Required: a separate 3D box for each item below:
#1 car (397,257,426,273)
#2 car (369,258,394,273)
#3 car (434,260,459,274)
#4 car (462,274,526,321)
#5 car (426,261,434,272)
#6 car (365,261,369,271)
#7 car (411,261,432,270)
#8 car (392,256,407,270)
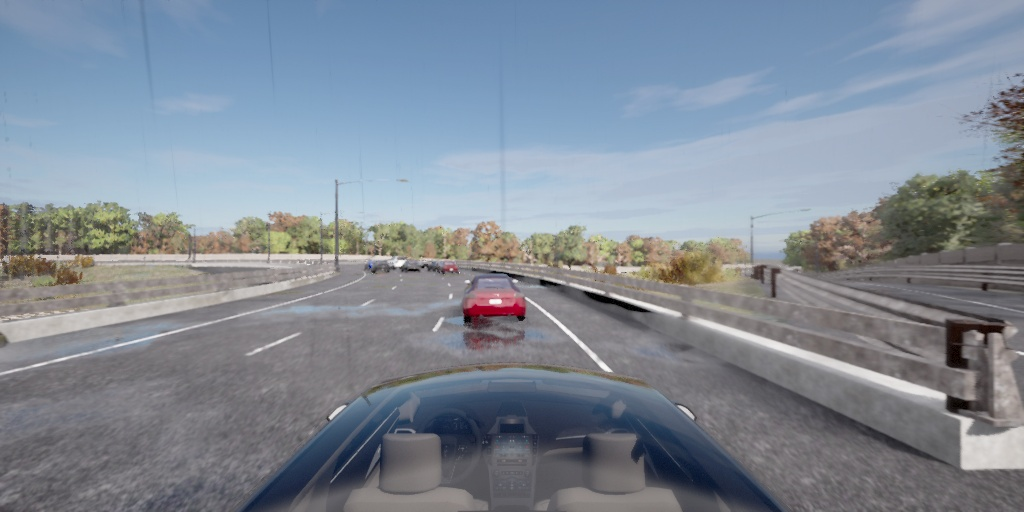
[{"bbox_3d":[-12.574,1.281,44.657,2.128,1.511,4.902,0,0,-26],"label":"car"},{"bbox_3d":[-16.044,1.314,43.814,1.837,1.490,4.892,0,0,-26],"label":"car"},{"bbox_3d":[-7.270,1.296,40.518,1.812,1.442,4.674,0,0,-20],"label":"car"},{"bbox_3d":[-0.707,1.314,12.552,1.994,1.385,4.181,0,0,-6],"label":"car"},{"bbox_3d":[-9.560,1.296,46.451,1.812,1.442,4.674,0,0,-26],"label":"car"},{"bbox_3d":[-20.193,1.304,52.285,1.882,1.535,5.008,0,0,-31],"label":"car"},{"bbox_3d":[-14.050,1.390,55.641,1.895,1.301,4.718,0,0,-31],"label":"car"},{"bbox_3d":[-17.126,1.029,53.968,2.150,2.045,5.566,0,0,-31],"label":"car"}]
